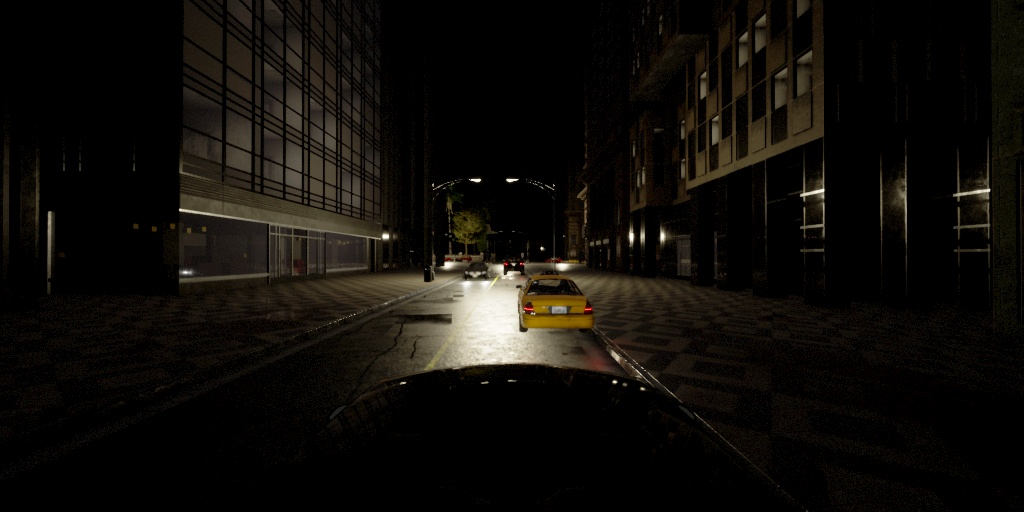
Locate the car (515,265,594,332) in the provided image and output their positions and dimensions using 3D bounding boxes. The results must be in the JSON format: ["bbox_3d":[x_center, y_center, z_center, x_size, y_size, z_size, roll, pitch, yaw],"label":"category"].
[{"bbox_3d":[1.089,1.206,10.740,1.801,1.575,5.366,0,0,0],"label":"car"}]

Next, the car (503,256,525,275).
[{"bbox_3d":[0.233,0.976,38.290,2.150,2.045,5.566,0,0,1],"label":"car"}]

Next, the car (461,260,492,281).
[{"bbox_3d":[-2.874,1.278,30.281,1.812,1.442,4.674,0,0,0],"label":"car"}]
